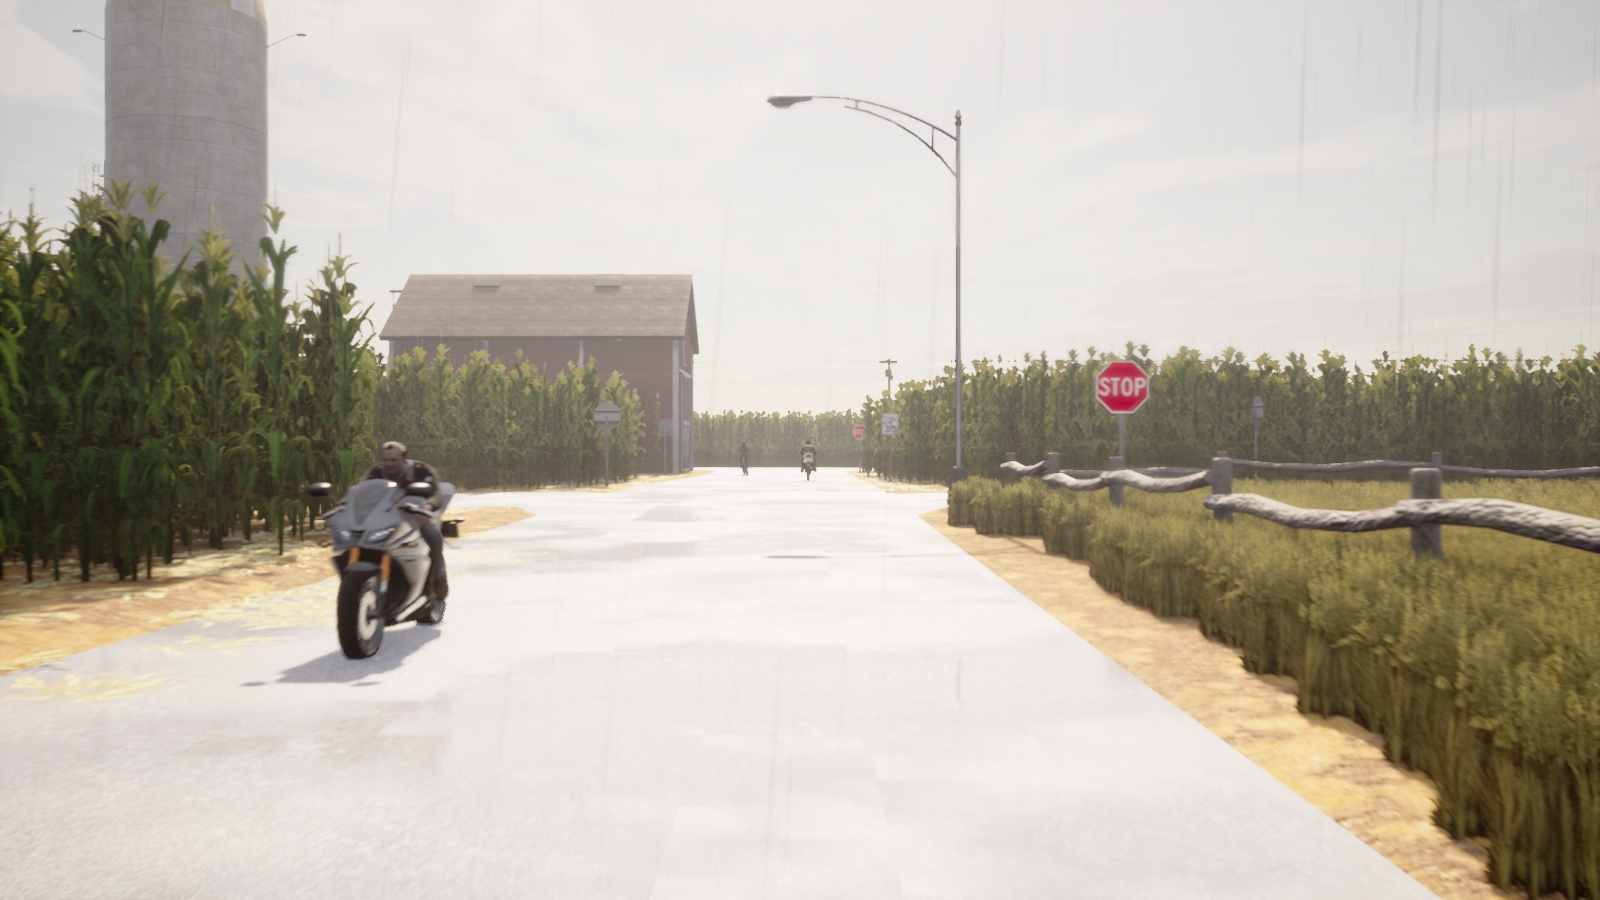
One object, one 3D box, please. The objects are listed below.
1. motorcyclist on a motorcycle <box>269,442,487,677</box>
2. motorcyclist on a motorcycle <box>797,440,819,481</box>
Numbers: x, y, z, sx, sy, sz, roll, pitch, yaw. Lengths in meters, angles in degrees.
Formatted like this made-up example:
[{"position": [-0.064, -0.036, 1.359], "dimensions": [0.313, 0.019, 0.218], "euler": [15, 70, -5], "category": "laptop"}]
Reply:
[{"position": [-3.027, 0.710, 9.294], "dimensions": [0.866, 1.530, 2.191], "euler": [0, 1, 0], "category": "motorcyclist on a motorcycle"}, {"position": [0.308, 0.388, 47.052], "dimensions": [0.797, 1.523, 2.044], "euler": [0, 0, 0], "category": "motorcyclist on a motorcycle"}]
